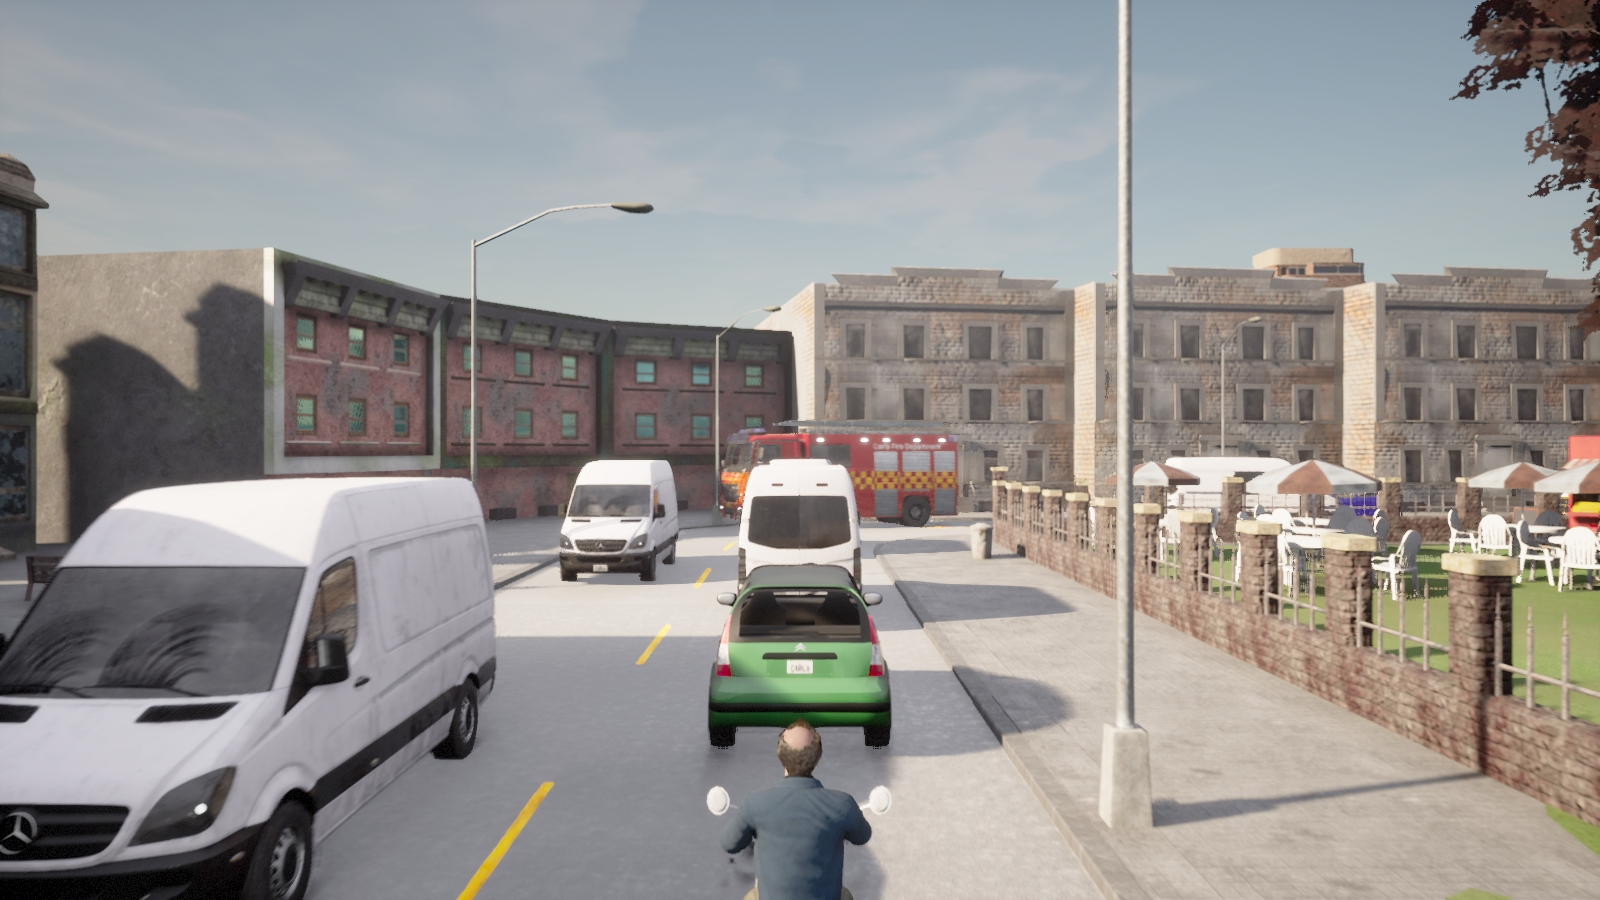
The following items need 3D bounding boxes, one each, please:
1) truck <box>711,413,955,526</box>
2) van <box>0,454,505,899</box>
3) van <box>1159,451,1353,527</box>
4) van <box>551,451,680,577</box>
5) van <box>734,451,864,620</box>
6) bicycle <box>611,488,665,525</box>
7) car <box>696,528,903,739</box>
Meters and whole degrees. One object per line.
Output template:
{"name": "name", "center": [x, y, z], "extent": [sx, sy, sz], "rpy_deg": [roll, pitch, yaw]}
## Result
{"name": "truck", "center": [1.217, 0.672, 41.823], "extent": [8.468, 3.827, 2.891], "rpy_deg": [0, 0, -20]}
{"name": "van", "center": [-4.012, 1.315, 8.730], "extent": [1.988, 2.561, 5.915], "rpy_deg": [0, 0, 0]}
{"name": "van", "center": [15.631, 1.314, 39.394], "extent": [5.915, 2.561, 1.988], "rpy_deg": [0, 0, 1]}
{"name": "van", "center": [-4.061, 1.315, 26.214], "extent": [1.988, 2.561, 5.915], "rpy_deg": [0, 0, 0]}
{"name": "van", "center": [-0.010, 1.315, 20.442], "extent": [1.988, 2.561, 5.915], "rpy_deg": [0, 0, 0]}
{"name": "bicycle", "center": [-5.569, 1.939, 39.304], "extent": [1.835, 1.271, 0.329], "rpy_deg": [0, 0, 0]}
{"name": "car", "center": [-0.006, 1.780, 12.228], "extent": [1.851, 1.617, 3.988], "rpy_deg": [0, 0, 0]}
